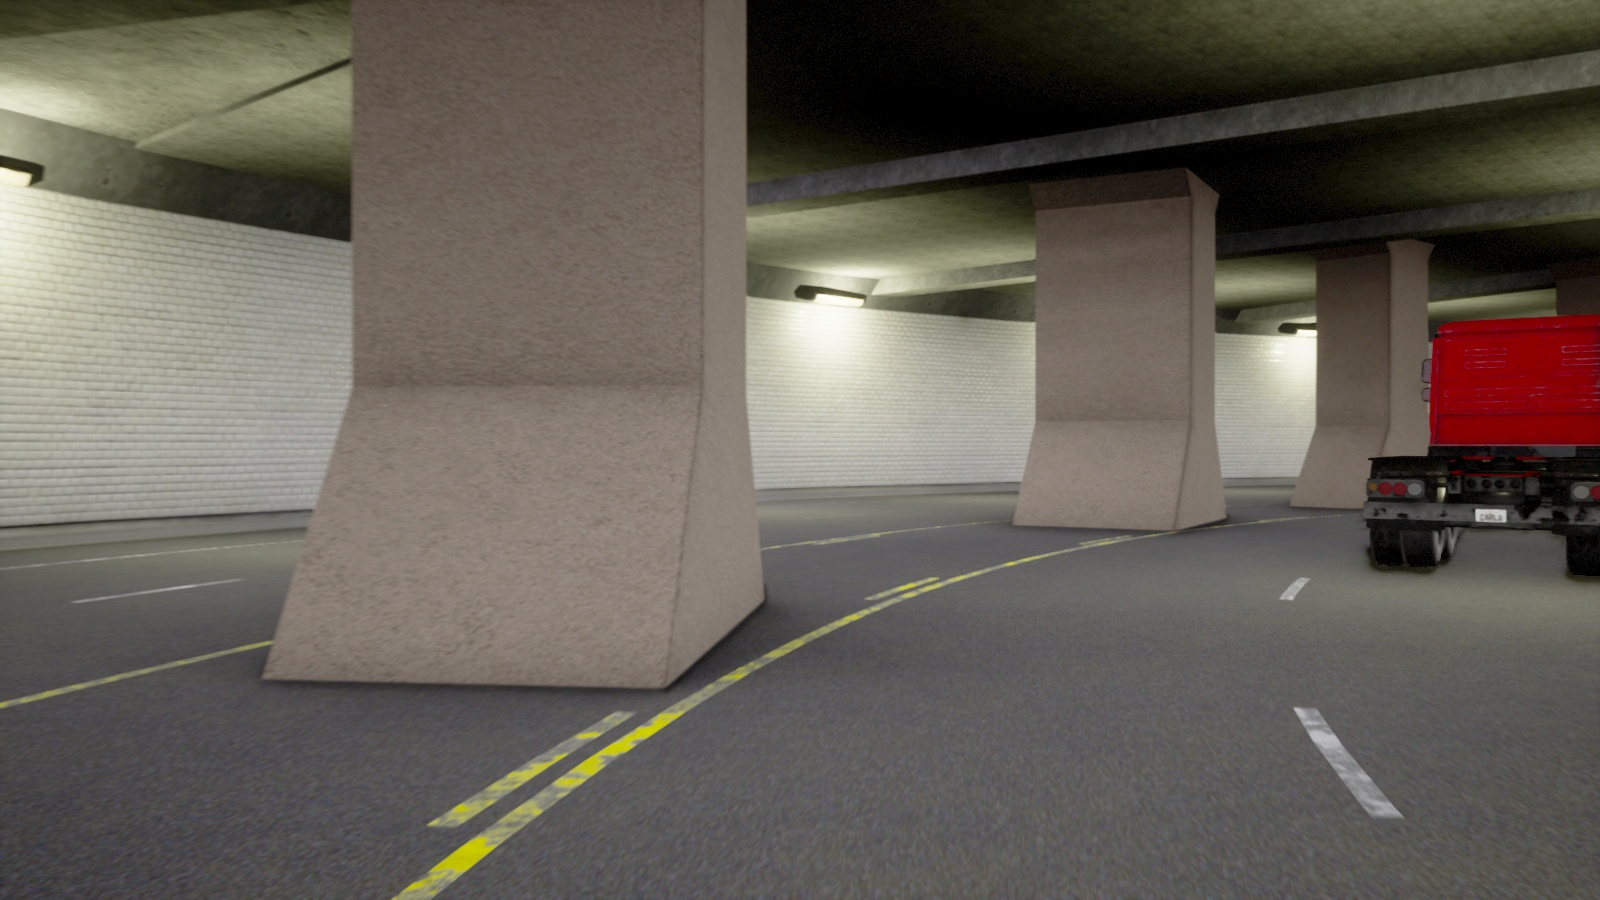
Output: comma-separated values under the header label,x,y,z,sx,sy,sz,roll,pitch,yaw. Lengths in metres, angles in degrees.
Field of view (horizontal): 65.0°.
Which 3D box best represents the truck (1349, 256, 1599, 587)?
label,x,y,z,sx,sy,sz,roll,pitch,yaw
truck,9.775,-0.313,16.970,2.891,3.462,7.936,0,0,34
